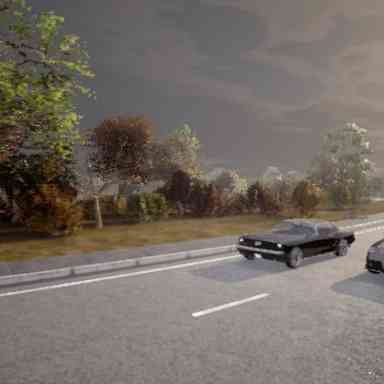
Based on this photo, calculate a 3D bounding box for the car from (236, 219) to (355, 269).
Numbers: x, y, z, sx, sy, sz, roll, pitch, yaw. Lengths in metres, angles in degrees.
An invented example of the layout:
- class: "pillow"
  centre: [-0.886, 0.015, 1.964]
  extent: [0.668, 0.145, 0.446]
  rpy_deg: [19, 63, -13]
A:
- class: "car"
  centre: [3.685, 1.625, 11.461]
  extent: [4.718, 1.301, 1.895]
  rpy_deg: [0, 0, -40]

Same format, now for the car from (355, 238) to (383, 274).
- class: "car"
  centre: [6.637, 1.582, 9.424]
  extent: [4.181, 1.385, 1.994]
  rpy_deg: [0, 0, -40]
